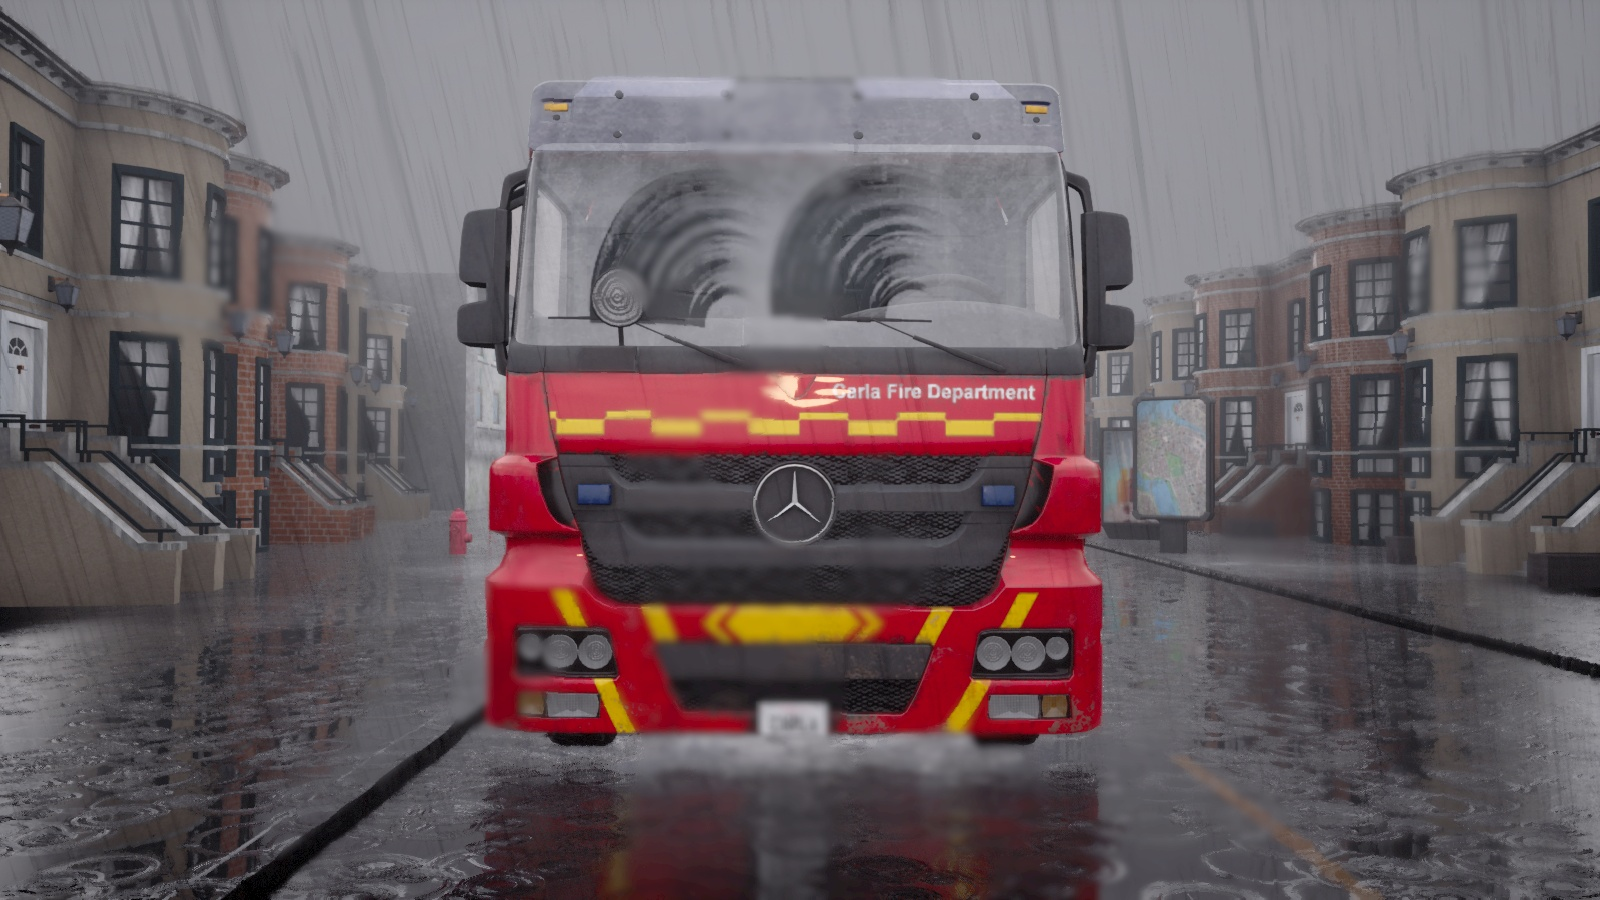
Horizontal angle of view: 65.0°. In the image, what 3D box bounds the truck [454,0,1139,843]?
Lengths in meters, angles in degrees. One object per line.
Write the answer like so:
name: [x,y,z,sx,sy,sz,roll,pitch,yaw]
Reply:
truck: [-0.032,-0.190,9.565,2.891,3.827,8.468,0,-1,0]
